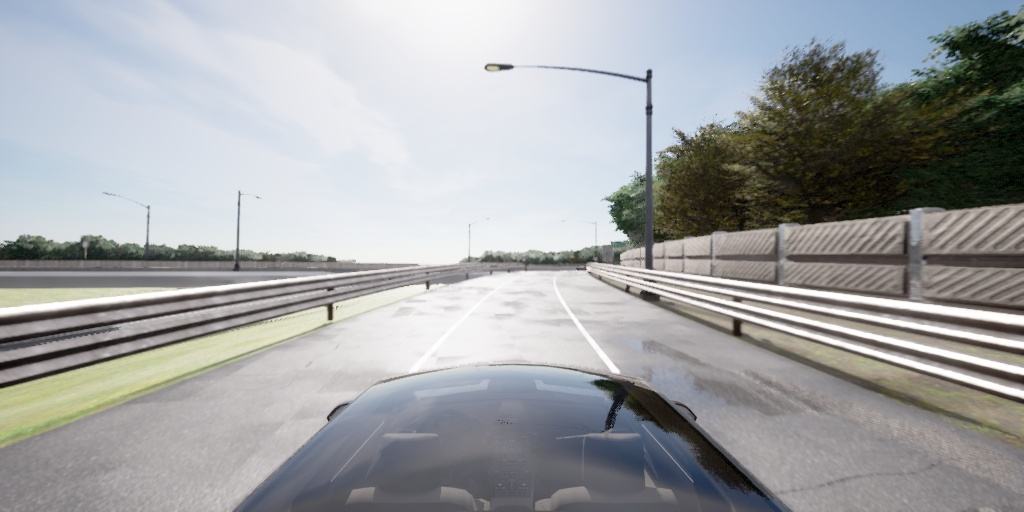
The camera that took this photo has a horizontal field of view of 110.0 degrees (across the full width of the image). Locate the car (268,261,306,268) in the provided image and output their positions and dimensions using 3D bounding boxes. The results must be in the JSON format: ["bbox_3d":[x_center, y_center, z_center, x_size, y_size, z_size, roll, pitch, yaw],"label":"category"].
[{"bbox_3d":[-32.057,1.392,51.218,4.674,1.442,1.812,1,-2,-19],"label":"car"}]
